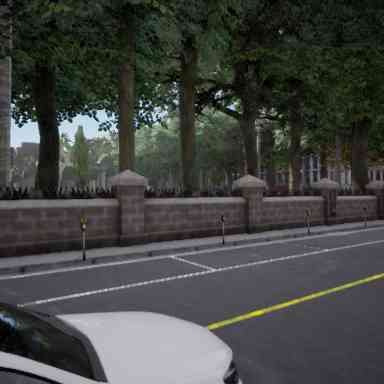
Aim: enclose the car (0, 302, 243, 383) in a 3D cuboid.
[{"bbox_3d":[-1.704,1.519,2.218,4.674,1.442,1.812,0,0,-35],"label":"car"}]
